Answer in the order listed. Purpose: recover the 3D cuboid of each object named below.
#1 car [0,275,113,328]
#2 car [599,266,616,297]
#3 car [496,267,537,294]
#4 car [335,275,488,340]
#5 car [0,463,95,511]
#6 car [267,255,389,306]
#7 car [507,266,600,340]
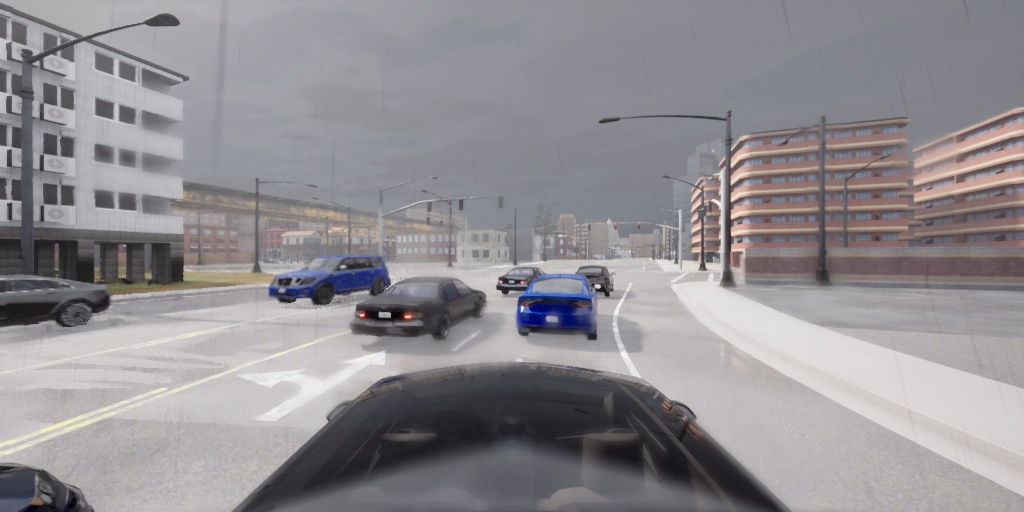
[{"bbox_3d":[-13.291,1.241,8.805,2.128,1.511,4.902,0,0,10],"label":"car"},{"bbox_3d":[4.365,1.254,19.127,1.837,1.490,4.892,0,0,19],"label":"car"},{"bbox_3d":[0.847,1.297,19.673,2.033,1.411,5.357,0,0,20],"label":"car"},{"bbox_3d":[-2.202,1.297,10.075,2.033,1.411,5.357,0,0,12],"label":"car"},{"bbox_3d":[-3.228,1.314,0.165,1.994,1.385,4.181,0,0,-2],"label":"car"},{"bbox_3d":[-7.949,0.970,16.356,2.150,2.045,5.566,0,0,18],"label":"car"},{"bbox_3d":[1.459,1.227,10.197,1.882,1.535,5.008,0,0,14],"label":"car"}]
